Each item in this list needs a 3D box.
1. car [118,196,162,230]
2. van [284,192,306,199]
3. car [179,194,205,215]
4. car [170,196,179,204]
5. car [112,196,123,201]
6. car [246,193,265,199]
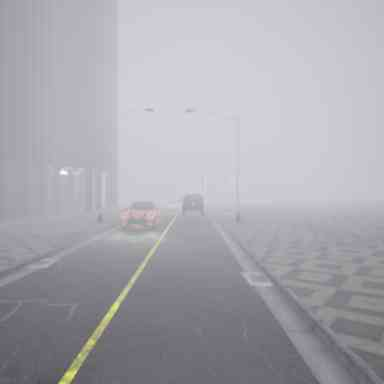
[{"bbox_3d":[-3.094,1.349,20.997,2.097,1.767,4.553,0,0,0],"label":"car"},{"bbox_3d":[28.140,1.032,90.887,3.998,1.788,1.690,-1,1,0],"label":"van"},{"bbox_3d":[0.103,1.221,34.242,2.150,2.045,5.566,0,0,0],"label":"car"},{"bbox_3d":[-3.013,1.538,62.804,2.128,1.511,4.902,0,0,1],"label":"car"},{"bbox_3d":[-20.785,1.942,90.803,4.403,1.369,2.008,-1,1,0],"label":"car"},{"bbox_3d":[17.220,1.152,90.889,5.009,1.841,2.192,-1,1,0],"label":"car"}]
